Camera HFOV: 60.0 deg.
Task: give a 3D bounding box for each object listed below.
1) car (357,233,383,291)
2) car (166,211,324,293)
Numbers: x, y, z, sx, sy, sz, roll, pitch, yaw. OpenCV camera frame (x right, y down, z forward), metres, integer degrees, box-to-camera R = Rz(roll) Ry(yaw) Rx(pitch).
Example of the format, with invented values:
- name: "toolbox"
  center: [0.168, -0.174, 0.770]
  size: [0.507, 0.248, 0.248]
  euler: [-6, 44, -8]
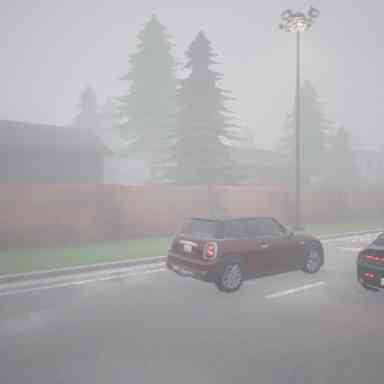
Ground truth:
- name: "car"
  center: [5.821, 1.546, 7.894]
  size: [4.892, 1.490, 1.837]
  euler: [1, 0, -35]
- name: "car"
  center: [1.627, 1.382, 9.202]
  size: [4.553, 1.767, 2.097]
  euler: [0, 0, -35]
